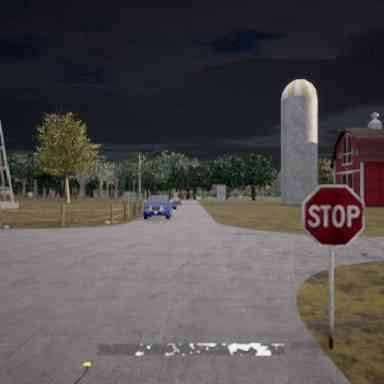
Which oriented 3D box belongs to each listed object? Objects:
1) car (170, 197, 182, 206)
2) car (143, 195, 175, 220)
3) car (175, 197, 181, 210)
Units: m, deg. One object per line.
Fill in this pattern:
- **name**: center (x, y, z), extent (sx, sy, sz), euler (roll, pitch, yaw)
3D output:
- **car**: center (-2.967, 1.749, 61.710), extent (1.882, 1.535, 5.008), euler (0, -1, 1)
- **car**: center (-2.931, 1.282, 29.458), extent (2.150, 2.045, 5.566), euler (0, 0, 0)
- **car**: center (-2.974, 1.689, 45.098), extent (2.033, 1.411, 5.357), euler (0, 0, 0)
